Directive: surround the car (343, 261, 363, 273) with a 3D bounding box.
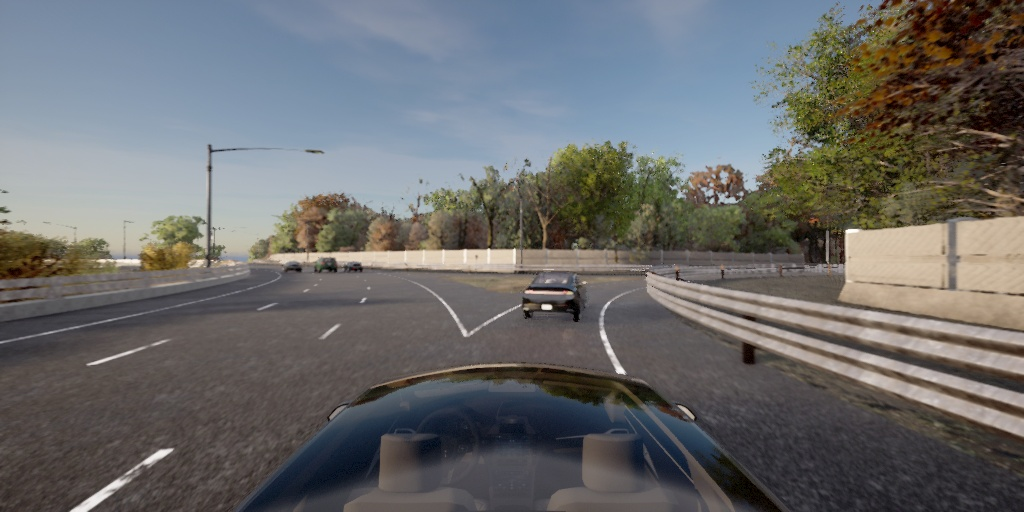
[{"bbox_3d":[-22.209,1.496,50.059,1.837,1.490,4.892,1,-1,-36],"label":"car"}]

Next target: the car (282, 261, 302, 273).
[{"bbox_3d":[-29.231,1.450,47.739,1.837,1.490,4.892,1,-1,-38],"label":"car"}]

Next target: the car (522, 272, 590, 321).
[{"bbox_3d":[1.696,1.328,13.007,2.128,1.511,4.902,0,0,16],"label":"car"}]

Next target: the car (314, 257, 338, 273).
[{"bbox_3d":[-24.717,1.186,47.652,2.150,2.045,5.566,1,0,-36],"label":"car"}]

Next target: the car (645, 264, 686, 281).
[{"bbox_3d":[13.701,1.499,31.834,5.008,1.535,1.882,1,-1,-44],"label":"car"}]
